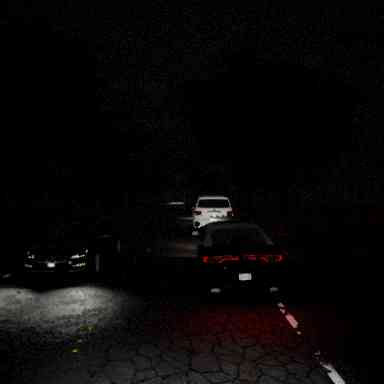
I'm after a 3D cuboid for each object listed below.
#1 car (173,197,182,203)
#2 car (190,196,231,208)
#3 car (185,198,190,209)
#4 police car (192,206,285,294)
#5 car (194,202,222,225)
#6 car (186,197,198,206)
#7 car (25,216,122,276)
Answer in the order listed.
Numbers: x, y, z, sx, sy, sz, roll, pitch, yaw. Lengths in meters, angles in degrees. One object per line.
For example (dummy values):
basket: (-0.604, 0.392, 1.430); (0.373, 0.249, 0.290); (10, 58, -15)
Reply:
car: (-3.334, 1.773, 75.154); (1.895, 1.301, 4.718); (-1, 0, 0)
car: (1.093, 1.212, 19.023); (2.150, 2.045, 5.566); (0, 0, 0)
car: (0.087, 1.567, 45.180); (1.994, 1.385, 4.181); (0, 0, 1)
police car: (1.044, 1.447, 9.095); (1.930, 1.638, 5.238); (-1, 0, 0)
car: (1.104, 1.510, 25.006); (1.837, 1.490, 4.892); (-1, -1, 0)
car: (0.073, 1.639, 58.703); (1.994, 1.385, 4.181); (-1, 0, 0)
car: (-3.588, 1.609, 10.909); (1.837, 1.490, 4.892); (-1, 0, 0)
